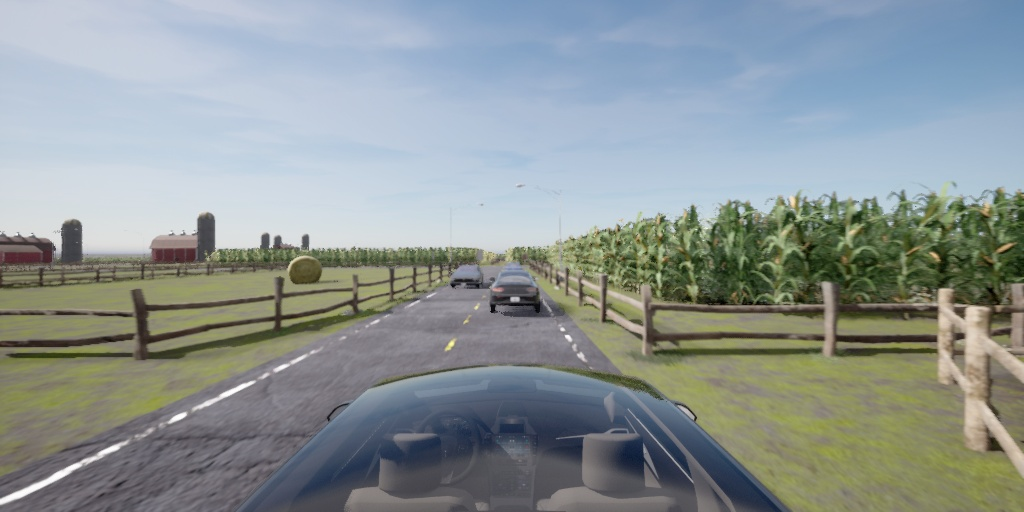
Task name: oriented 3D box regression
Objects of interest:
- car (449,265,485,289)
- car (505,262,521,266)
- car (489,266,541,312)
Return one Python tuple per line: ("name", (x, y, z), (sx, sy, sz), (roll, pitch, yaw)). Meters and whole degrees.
("car", (-2.847, 1.303, 23.775), (2.033, 1.411, 5.357), (0, 0, 0))
("car", (0.106, 1.308, 33.738), (2.033, 1.411, 5.357), (0, 0, 0))
("car", (0.104, 1.279, 14.222), (1.812, 1.442, 4.674), (0, 0, 0))
